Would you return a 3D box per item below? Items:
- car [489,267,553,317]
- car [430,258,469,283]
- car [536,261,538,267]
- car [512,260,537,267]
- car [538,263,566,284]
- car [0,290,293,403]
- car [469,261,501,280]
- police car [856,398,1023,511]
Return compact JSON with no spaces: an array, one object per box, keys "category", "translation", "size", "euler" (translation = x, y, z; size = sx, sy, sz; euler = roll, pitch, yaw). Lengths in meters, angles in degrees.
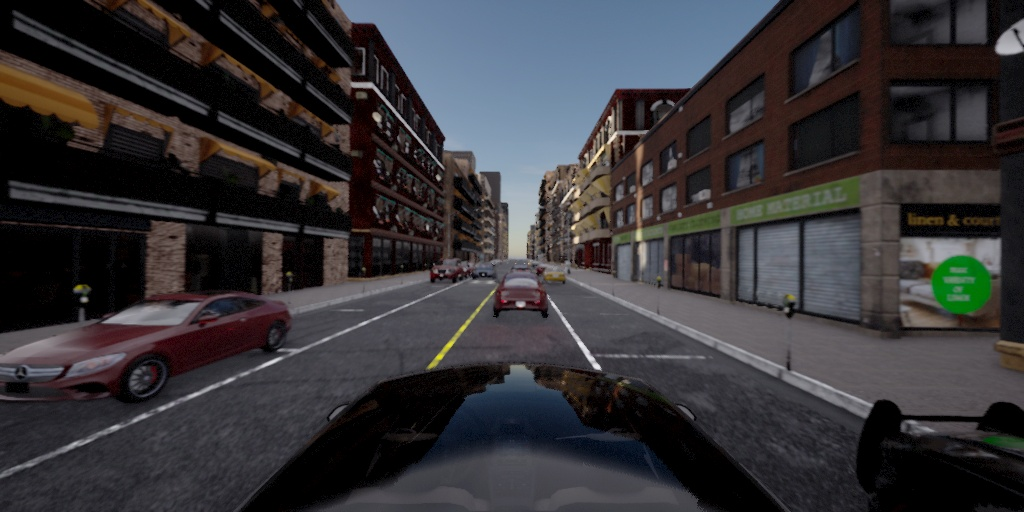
[{"category":"car","translation":[0.321,1.324,13.375],"size":[1.812,1.442,4.674],"euler":[1,0,1]},{"category":"car","translation":[-5.114,1.111,28.759],"size":[2.192,1.841,5.009],"euler":[0,0,1]},{"category":"car","translation":[3.531,1.478,39.824],"size":[1.888,1.381,4.507],"euler":[0,0,1]},{"category":"car","translation":[0.729,1.359,30.525],"size":[2.128,1.511,4.902],"euler":[1,0,1]},{"category":"car","translation":[3.267,1.414,28.725],"size":[1.751,1.417,4.829],"euler":[0,0,1]},{"category":"car","translation":[-5.651,1.287,6.220],"size":[1.802,1.307,4.207],"euler":[0,0,1]},{"category":"car","translation":[-2.394,1.404,32.422],"size":[1.994,1.385,4.181],"euler":[1,0,2]},{"category":"police car","translation":[3.042,1.203,0.162],"size":[1.930,1.638,5.238],"euler":[1,0,1]}]
